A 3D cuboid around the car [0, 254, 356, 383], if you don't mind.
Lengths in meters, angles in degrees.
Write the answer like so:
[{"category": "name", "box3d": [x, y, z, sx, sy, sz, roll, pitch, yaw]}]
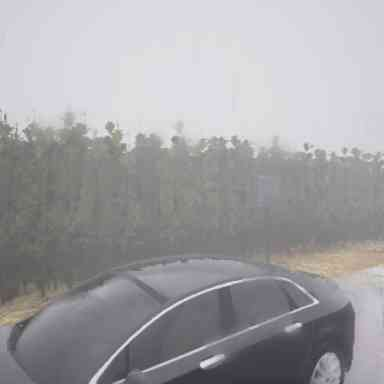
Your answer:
[{"category": "car", "box3d": [-0.301, 1.497, 3.274, 4.892, 1.490, 1.837, -1, 0, -35]}]
